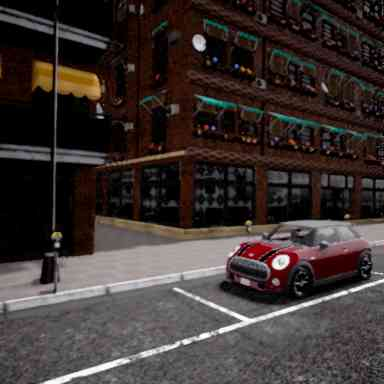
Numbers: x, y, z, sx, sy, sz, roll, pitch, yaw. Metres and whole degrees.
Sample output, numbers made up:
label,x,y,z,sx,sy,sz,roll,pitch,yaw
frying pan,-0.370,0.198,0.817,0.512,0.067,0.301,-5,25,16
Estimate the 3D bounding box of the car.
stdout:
label,x,y,z,sx,sy,sz,roll,pitch,yaw
car,2.822,1.489,8.583,4.097,1.590,1.967,0,0,-35
